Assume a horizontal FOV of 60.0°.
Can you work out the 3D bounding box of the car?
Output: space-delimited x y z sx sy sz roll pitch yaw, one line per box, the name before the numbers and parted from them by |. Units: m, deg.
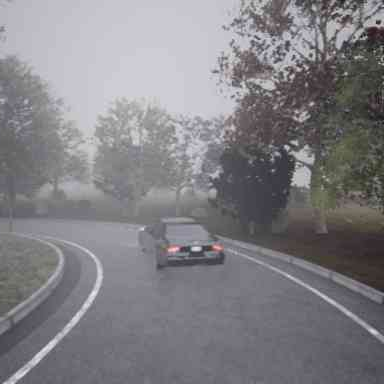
car | -0.605 1.560 11.263 2.033 1.411 5.357 1 0 -17
